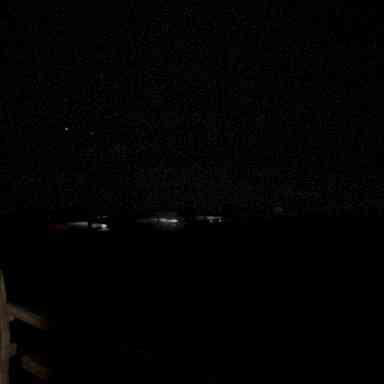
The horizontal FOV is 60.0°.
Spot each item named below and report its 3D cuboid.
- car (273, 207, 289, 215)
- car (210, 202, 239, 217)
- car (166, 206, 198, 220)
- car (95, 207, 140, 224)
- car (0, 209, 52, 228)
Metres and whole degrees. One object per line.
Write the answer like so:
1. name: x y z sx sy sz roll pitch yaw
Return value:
1. car: 16.003 3.412 60.367 1.812 1.442 4.674 3 0 37
2. car: 5.063 2.599 50.153 2.150 2.045 5.566 3 0 38
3. car: -1.215 2.578 41.532 1.837 1.490 4.892 3 0 37
4. car: -7.335 2.260 33.086 1.837 1.490 4.892 3 0 36
5. car: -13.315 1.984 24.807 2.033 1.411 5.357 3 0 36
